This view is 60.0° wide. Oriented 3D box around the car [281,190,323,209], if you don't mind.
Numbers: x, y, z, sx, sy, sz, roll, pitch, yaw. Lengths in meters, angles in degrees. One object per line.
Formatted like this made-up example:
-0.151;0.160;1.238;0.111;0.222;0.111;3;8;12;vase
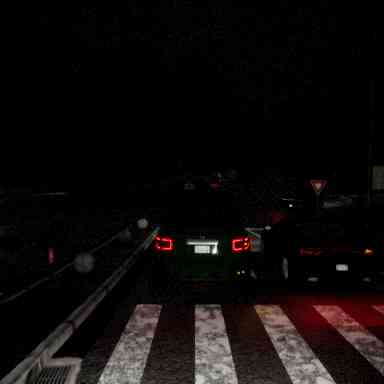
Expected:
8.572;0.634;25.610;2.128;1.511;4.902;3;5;39;car

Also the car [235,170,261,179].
13.679;-3.923;80.981;4.892;1.521;2.231;1;5;10;car

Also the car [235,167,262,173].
15.154;-4.946;89.044;5.566;2.045;2.435;1;6;10;car

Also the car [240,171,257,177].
15.588;-4.927;91.752;4.792;1.488;2.163;1;6;11;car

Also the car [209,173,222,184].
4.516;-2.514;66.375;1.837;1.490;4.892;0;5;2;car

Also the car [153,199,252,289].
0.268;1.192;9.251;2.150;2.045;5.566;0;1;1;car

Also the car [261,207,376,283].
3.280;1.447;9.624;1.882;1.535;5.008;0;1;1;car

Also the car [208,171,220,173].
5.104;-3.482;76.553;1.882;1.535;5.008;1;5;9;car

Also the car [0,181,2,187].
-34.353;-1.536;57.085;5.008;1.535;1.882;2;5;41;car

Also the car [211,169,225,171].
6.738;-4.418;86.438;1.882;1.535;5.008;1;6;10;car

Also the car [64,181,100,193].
-14.720;-0.724;44.777;1.837;1.490;4.892;2;4;43;car
